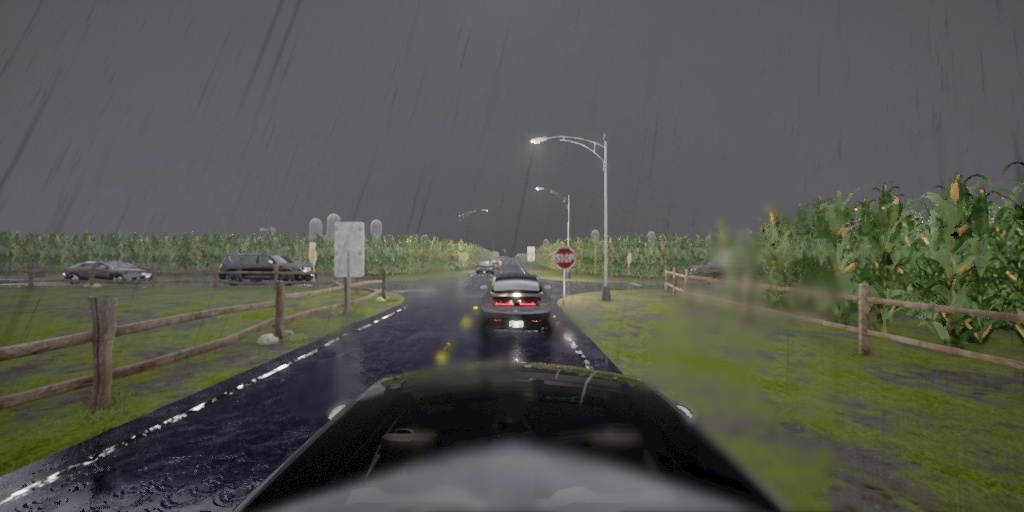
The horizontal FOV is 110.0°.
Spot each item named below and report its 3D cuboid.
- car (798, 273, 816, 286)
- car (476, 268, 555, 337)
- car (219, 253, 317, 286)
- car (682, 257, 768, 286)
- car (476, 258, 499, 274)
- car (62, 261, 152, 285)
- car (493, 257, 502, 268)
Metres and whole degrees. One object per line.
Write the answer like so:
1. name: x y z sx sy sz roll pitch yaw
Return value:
1. car: 21.489 1.410 22.933 5.357 1.411 2.033 0 0 1
2. car: 0.111 1.246 10.283 1.837 1.490 4.892 0 0 0
3. car: -15.823 0.847 23.357 5.566 2.045 2.150 0 0 0
4. car: 15.389 1.068 25.925 5.566 2.045 2.150 0 0 1
5. car: -2.783 1.248 38.798 2.033 1.411 5.357 0 0 0
6. car: -26.226 1.061 23.457 4.902 1.511 2.128 0 0 1
7. car: -2.755 1.246 49.934 1.994 1.385 4.181 0 0 0
